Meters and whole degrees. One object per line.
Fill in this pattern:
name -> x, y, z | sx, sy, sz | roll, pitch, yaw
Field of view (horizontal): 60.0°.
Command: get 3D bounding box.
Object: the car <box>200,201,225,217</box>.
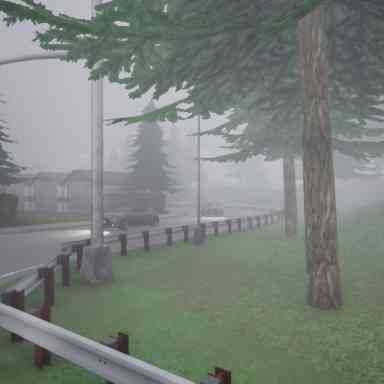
car -> 2.055, 1.548, 31.375 | 1.994, 1.385, 4.181 | 0, 0, 10

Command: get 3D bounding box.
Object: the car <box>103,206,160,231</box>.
car -> -3.928, 1.550, 20.744 | 1.994, 1.385, 4.181 | 0, 0, 35
